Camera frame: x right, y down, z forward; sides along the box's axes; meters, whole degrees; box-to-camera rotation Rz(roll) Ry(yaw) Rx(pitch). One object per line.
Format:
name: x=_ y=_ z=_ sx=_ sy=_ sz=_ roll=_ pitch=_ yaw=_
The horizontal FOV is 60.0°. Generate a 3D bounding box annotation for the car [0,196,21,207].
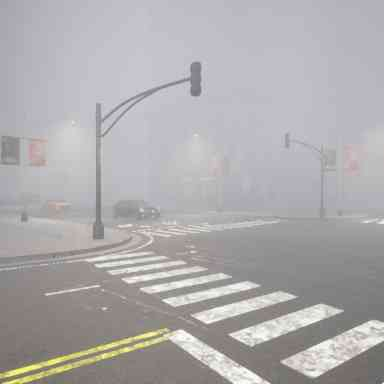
car: x=-28.347 y=1.548 z=50.831 sx=1.994 sy=1.385 sz=4.181 roll=0 pitch=0 yaw=-45

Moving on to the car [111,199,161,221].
car: x=-4.553 y=1.341 z=26.844 sx=2.097 sy=1.767 sz=4.553 roll=0 pitch=0 yaw=-45

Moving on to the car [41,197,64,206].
car: x=-23.096 y=1.545 z=54.929 sx=4.181 sy=1.385 sz=1.994 roll=0 pitch=0 yaw=44

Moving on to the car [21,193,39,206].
car: x=-26.122 y=1.198 z=53.350 sx=5.566 sy=2.045 sz=2.150 roll=0 pitch=0 yaw=45

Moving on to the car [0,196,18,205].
car: x=-33.703 y=1.531 z=60.944 sx=1.994 sy=1.385 sz=4.181 roll=0 pitch=0 yaw=-45

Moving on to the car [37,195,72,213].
car: x=-15.426 y=1.460 z=37.744 sx=1.882 sy=1.535 sz=5.008 roll=0 pitch=0 yaw=-45
